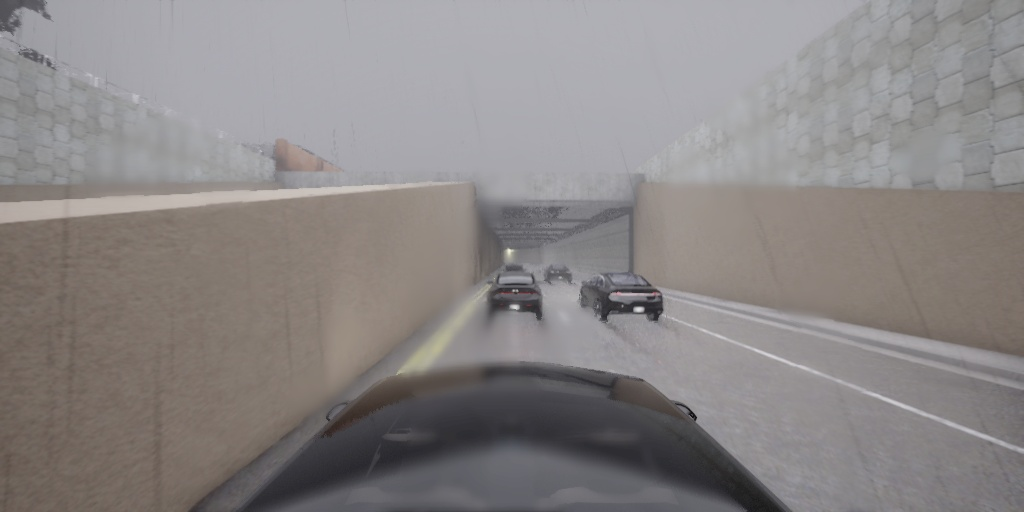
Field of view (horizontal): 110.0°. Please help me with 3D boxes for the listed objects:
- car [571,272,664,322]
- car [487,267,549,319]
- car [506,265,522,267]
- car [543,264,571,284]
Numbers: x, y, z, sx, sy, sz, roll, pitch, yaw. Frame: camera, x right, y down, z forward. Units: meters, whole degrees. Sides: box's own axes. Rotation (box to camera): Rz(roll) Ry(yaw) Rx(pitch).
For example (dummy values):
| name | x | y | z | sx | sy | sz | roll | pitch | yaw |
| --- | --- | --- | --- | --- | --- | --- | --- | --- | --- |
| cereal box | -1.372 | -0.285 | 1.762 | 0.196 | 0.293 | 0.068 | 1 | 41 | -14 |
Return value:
| name | x | y | z | sx | sy | sz | roll | pitch | yaw |
| --- | --- | --- | --- | --- | --- | --- | --- | --- | --- |
| car | 3.616 | 1.318 | 12.600 | 2.128 | 1.511 | 4.902 | 0 | 0 | 0 |
| car | 0.119 | 1.329 | 13.279 | 1.837 | 1.490 | 4.892 | 0 | 0 | 0 |
| car | 0.163 | 1.431 | 29.104 | 1.837 | 1.490 | 4.892 | 0 | 0 | 0 |
| car | 3.663 | 1.422 | 29.072 | 2.128 | 1.511 | 4.902 | 0 | 0 | 0 |
